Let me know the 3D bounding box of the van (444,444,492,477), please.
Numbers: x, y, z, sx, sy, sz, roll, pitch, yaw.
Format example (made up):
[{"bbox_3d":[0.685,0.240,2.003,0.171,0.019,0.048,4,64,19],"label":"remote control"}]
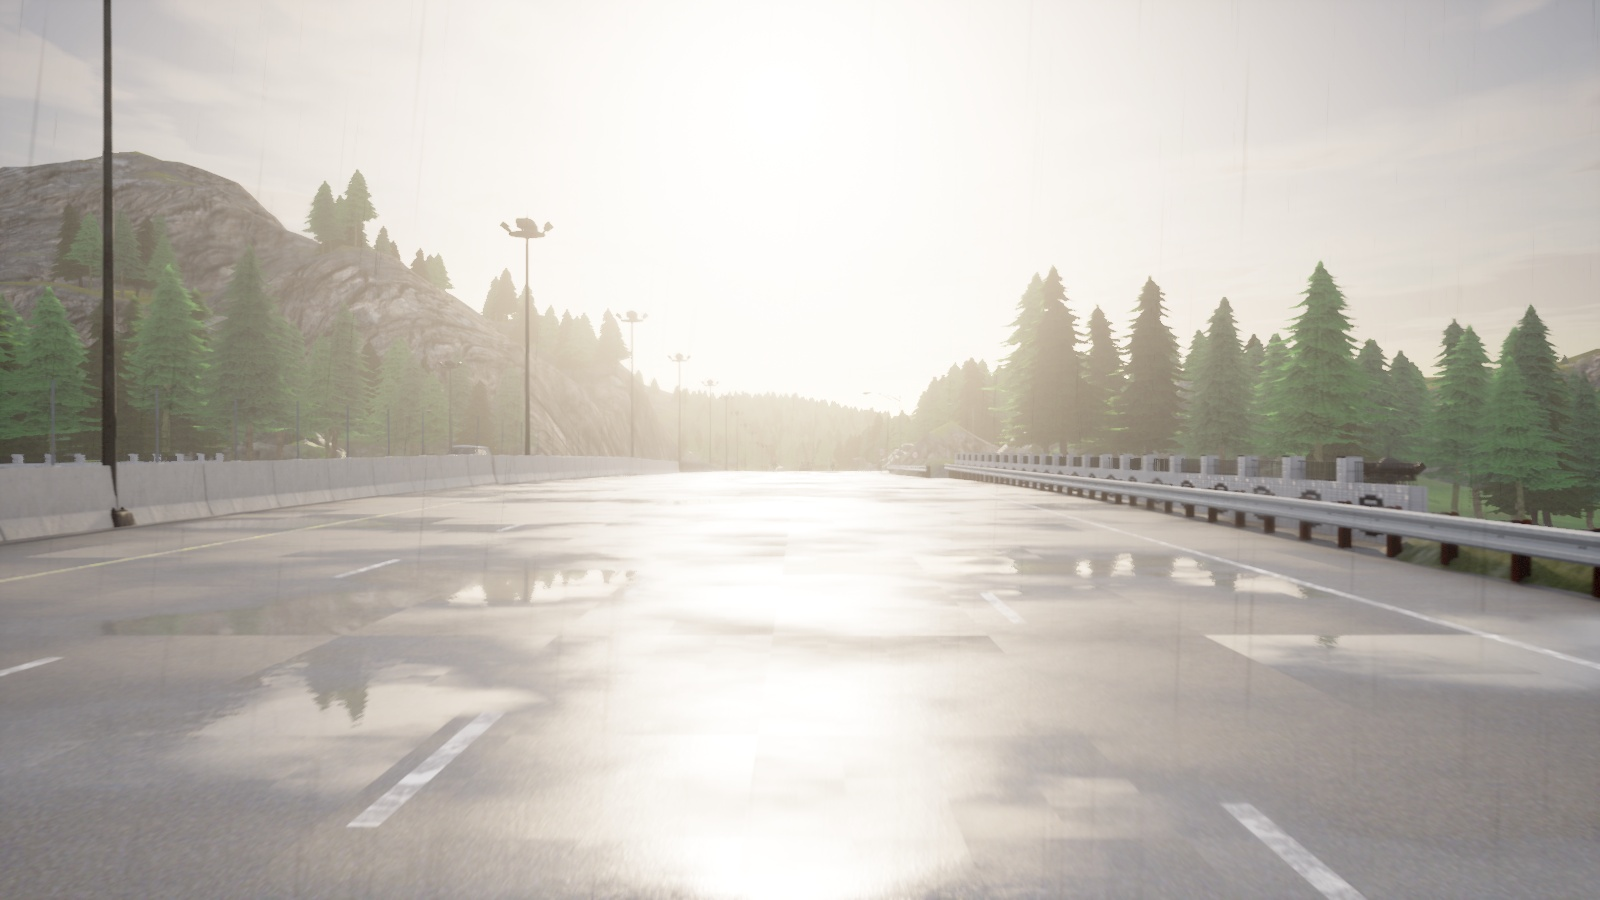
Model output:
[{"bbox_3d":[-20.552,0.658,77.798,1.775,1.987,4.442,0,-1,0],"label":"van"}]
